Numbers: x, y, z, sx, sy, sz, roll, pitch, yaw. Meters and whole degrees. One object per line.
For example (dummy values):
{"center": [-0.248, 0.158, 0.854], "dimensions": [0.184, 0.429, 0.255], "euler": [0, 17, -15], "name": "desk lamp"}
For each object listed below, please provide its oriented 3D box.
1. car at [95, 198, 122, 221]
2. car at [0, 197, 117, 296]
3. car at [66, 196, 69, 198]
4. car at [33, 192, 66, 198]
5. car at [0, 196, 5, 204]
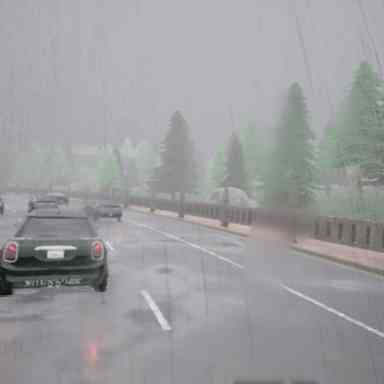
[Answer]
{"center": [-6.383, 1.203, 23.609], "dimensions": [2.128, 1.511, 4.902], "euler": [3, 0, -29], "name": "car"}
{"center": [-3.373, 1.193, 8.449], "dimensions": [2.097, 1.767, 4.553], "euler": [3, 0, -20], "name": "car"}
{"center": [-15.533, 0.746, 37.880], "dimensions": [1.882, 1.535, 5.008], "euler": [3, 0, -38], "name": "car"}
{"center": [-11.376, 0.953, 25.356], "dimensions": [2.128, 1.511, 4.902], "euler": [3, 0, -30], "name": "car"}
{"center": [-15.230, 0.867, 25.050], "dimensions": [1.895, 1.301, 4.718], "euler": [3, 0, -31], "name": "car"}
